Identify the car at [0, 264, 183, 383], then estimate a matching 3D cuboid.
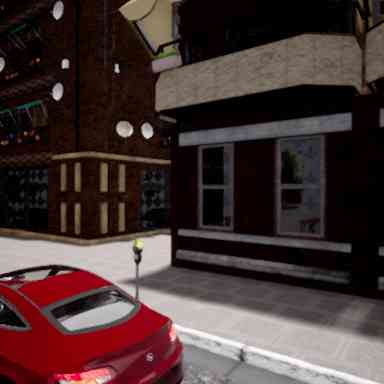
[{"bbox_3d":[-2.032,1.608,4.171,4.206,1.307,1.802,0,0,36],"label":"car"}]
